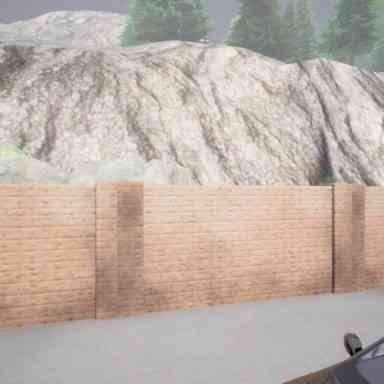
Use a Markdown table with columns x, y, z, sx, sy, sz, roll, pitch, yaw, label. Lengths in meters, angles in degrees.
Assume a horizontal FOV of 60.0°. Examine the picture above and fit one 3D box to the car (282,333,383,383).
| x | y | z | sx | sy | sz | roll | pitch | yaw | label |
| --- | --- | --- | --- | --- | --- | --- | --- | --- | --- |
| 2.207 | 1.492 | 1.887 | 4.902 | 1.511 | 2.128 | 0 | 0 | -18 | car |
